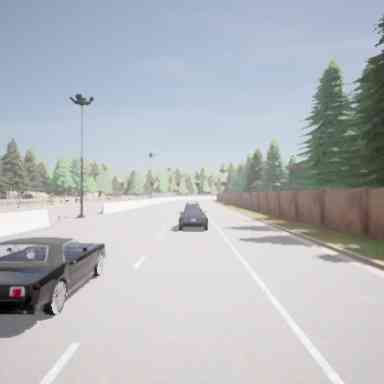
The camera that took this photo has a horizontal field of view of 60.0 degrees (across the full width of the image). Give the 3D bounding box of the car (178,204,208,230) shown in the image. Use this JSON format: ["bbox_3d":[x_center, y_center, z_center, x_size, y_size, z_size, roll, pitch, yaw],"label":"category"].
[{"bbox_3d":[0.084,1.764,23.034,1.994,1.385,4.181,0,0,0],"label":"car"}]

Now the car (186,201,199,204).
[{"bbox_3d":[0.054,1.845,40.815,2.128,1.511,4.902,0,0,1],"label":"car"}]

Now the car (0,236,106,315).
[{"bbox_3d":[-3.401,1.667,7.622,1.895,1.301,4.718,0,0,0],"label":"car"}]
